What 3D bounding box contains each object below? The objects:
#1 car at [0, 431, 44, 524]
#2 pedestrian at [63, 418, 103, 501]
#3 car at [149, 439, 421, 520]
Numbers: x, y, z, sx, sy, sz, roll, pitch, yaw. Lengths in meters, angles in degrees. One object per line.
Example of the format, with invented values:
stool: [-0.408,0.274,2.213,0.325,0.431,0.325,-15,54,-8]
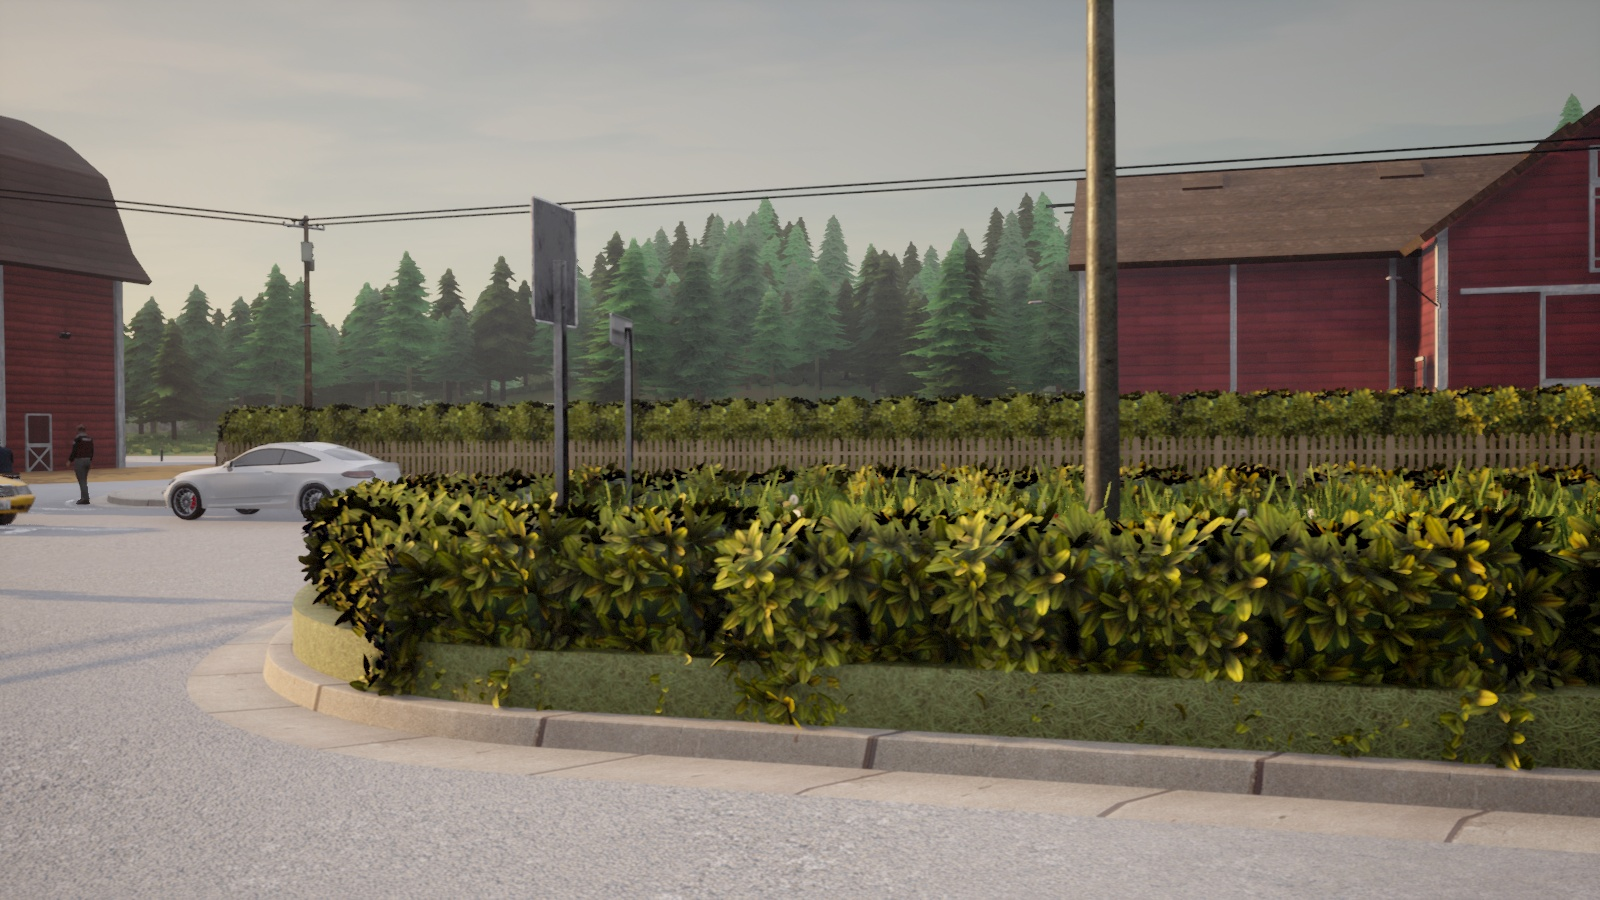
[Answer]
car: [-16.129,0.455,22.123,5.366,1.575,1.801,0,1,19]
pedestrian: [-16.223,0.209,28.408,0.720,1.854,0.376,0,1,18]
car: [-9.790,0.509,23.944,4.674,1.442,1.812,0,1,16]
